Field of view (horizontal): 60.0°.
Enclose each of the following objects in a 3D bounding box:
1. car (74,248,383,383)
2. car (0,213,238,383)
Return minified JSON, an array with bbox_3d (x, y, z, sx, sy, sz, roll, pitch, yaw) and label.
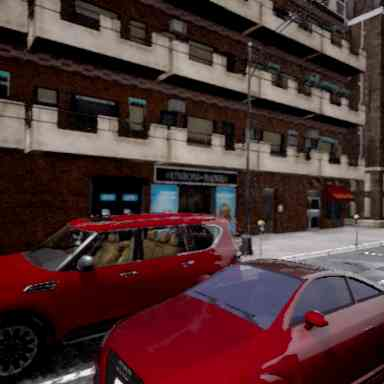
[{"bbox_3d":[0.999,1.593,4.093,4.181,1.385,1.994,1,0,-35],"label":"car"},{"bbox_3d":[-1.342,1.334,5.584,5.009,1.841,2.192,1,1,-35],"label":"car"}]
